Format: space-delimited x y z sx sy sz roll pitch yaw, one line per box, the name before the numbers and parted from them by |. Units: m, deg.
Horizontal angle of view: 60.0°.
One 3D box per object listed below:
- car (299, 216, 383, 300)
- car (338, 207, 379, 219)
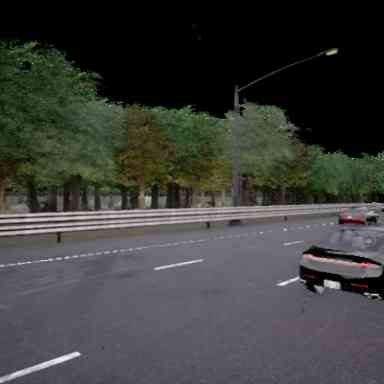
car | 4.415 1.578 8.023 4.902 1.511 2.128 1 -1 -44
car | 13.262 1.897 26.327 4.181 1.385 1.994 1 -1 -45
